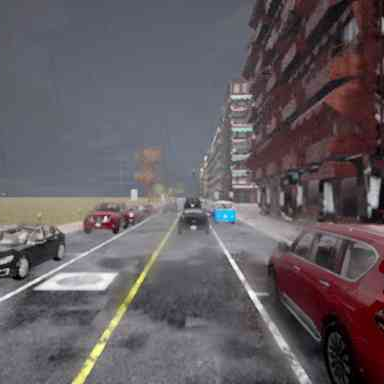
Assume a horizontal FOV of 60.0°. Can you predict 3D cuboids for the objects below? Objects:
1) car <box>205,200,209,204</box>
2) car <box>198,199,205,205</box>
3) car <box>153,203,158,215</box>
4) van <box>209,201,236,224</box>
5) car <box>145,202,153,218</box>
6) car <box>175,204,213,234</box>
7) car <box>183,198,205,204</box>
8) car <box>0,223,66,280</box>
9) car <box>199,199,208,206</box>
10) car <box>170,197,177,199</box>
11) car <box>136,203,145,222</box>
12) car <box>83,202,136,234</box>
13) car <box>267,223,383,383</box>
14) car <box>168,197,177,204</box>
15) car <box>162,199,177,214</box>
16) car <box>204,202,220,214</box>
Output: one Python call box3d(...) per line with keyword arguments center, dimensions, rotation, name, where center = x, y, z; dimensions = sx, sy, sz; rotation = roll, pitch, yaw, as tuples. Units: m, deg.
box3d(center=(2.568, 1.818, 32.797), dimensions=(1.967, 1.590, 4.097), rotation=(1, -1, 0), name="car")
box3d(center=(2.553, 2.593, 87.717), dimensions=(1.802, 1.307, 4.206), rotation=(1, -1, 0), name="car")
box3d(center=(-5.315, 1.981, 37.920), dimensions=(1.887, 1.381, 4.507), rotation=(1, -1, 0), name="car")
box3d(center=(2.570, 1.655, 27.253), dimensions=(1.690, 1.788, 3.998), rotation=(1, -1, 0), name="van")
box3d(center=(-5.314, 1.924, 32.384), dimensions=(2.008, 1.369, 4.403), rotation=(1, -1, 0), name="car")
box3d(center=(0.095, 1.748, 20.861), dimensions=(1.837, 1.490, 4.892), rotation=(0, 0, 0), name="car")
box3d(center=(0.090, 1.677, 39.563), dimensions=(2.150, 2.045, 5.566), rotation=(0, -1, 0), name="car")
box3d(center=(-5.308, 1.670, 10.240), dimensions=(2.008, 1.369, 4.403), rotation=(1, -1, 0), name="car")
box3d(center=(2.556, 2.431, 76.396), dimensions=(2.008, 1.369, 4.403), rotation=(1, -1, 0), name="car")
box3d(center=(-5.326, 2.445, 87.240), dimensions=(1.967, 1.590, 4.097), rotation=(1, -1, 0), name="car")
box3d(center=(-5.311, 1.749, 26.849), dimensions=(1.967, 1.590, 4.097), rotation=(1, -1, 0), name="car")
box3d(center=(-5.308, 1.561, 21.314), dimensions=(2.192, 1.841, 5.009), rotation=(1, -1, 0), name="car")
box3d(center=(2.576, 1.375, 5.075), dimensions=(2.192, 1.841, 5.009), rotation=(1, -1, 0), name="car")
box3d(center=(-5.326, 2.386, 92.896), dimensions=(2.192, 1.841, 5.009), rotation=(1, -1, 0), name="car")
box3d(center=(-2.765, 2.048, 43.486), dimensions=(2.033, 1.411, 5.357), rotation=(0, -1, 0), name="car")
box3d(center=(2.564, 2.033, 44.054), dimensions=(1.752, 1.417, 4.829), rotation=(1, -1, 0), name="car")
